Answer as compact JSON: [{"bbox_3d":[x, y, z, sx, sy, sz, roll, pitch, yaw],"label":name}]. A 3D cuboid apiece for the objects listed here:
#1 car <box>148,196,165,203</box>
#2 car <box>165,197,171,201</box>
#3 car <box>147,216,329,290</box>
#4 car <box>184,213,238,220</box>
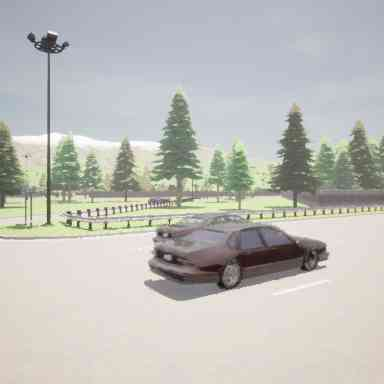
[{"bbox_3d":[-6.661,1.526,59.562,1.812,1.442,4.674,0,0,5],"label":"car"},{"bbox_3d":[-5.665,1.601,69.789,1.895,1.301,4.718,0,0,5],"label":"car"},{"bbox_3d":[1.470,1.547,9.084,5.357,1.411,2.033,0,0,-35],"label":"car"},{"bbox_3d":[1.096,1.547,13.114,5.357,1.411,2.033,0,0,-35],"label":"car"}]
